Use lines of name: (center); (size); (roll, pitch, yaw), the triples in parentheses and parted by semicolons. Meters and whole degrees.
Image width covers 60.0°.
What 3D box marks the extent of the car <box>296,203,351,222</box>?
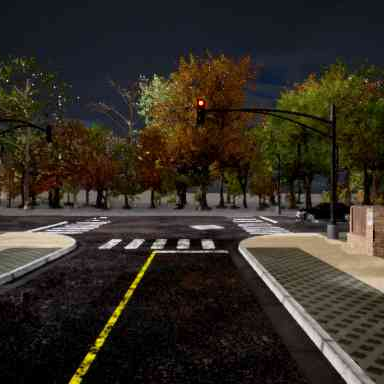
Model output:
car: (10.649, 1.572, 26.327); (4.674, 1.442, 1.812); (0, 0, 0)
